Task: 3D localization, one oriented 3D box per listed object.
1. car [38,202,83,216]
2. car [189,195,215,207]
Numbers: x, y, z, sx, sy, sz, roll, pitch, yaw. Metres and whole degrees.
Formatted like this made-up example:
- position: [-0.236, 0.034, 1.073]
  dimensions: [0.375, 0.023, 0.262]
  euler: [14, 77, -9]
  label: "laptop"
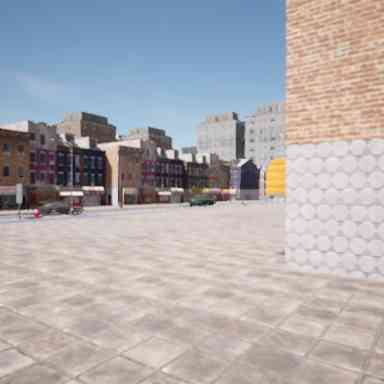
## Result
- position: [-13.517, 1.738, 34.401]
  dimensions: [1.812, 1.442, 4.674]
  euler: [0, 0, 36]
  label: "car"
- position: [1.725, 1.496, 55.707]
  dimensions: [2.150, 2.045, 5.566]
  euler: [0, 0, 36]
  label: "car"
